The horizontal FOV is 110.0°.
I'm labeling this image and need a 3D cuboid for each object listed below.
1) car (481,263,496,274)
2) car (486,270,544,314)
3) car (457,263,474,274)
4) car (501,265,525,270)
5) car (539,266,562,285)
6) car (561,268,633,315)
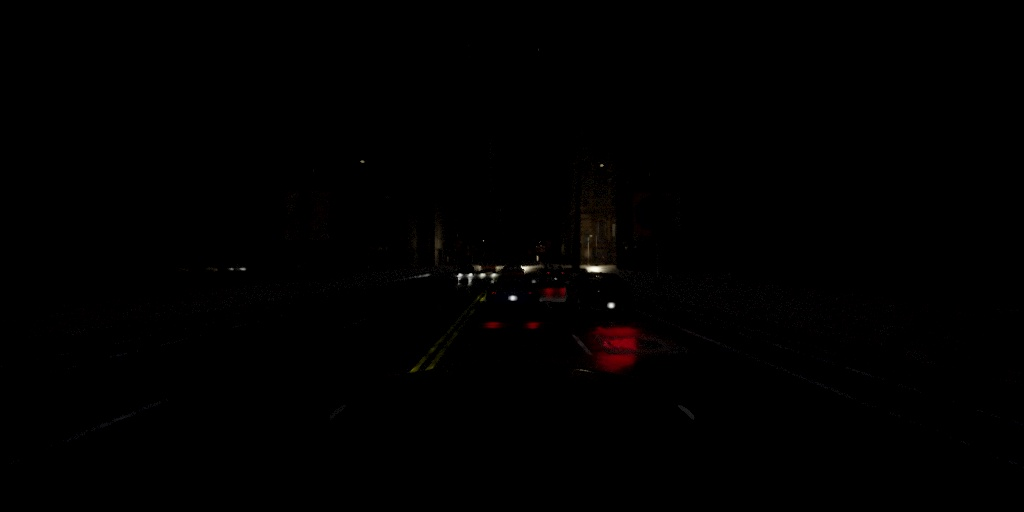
[{"bbox_3d":[-3.325,1.727,51.305,1.882,1.535,5.008,0,-1,0],"label":"car"},{"bbox_3d":[0.046,1.447,14.446,1.994,1.385,4.181,0,0,1],"label":"car"},{"bbox_3d":[-6.580,1.775,51.356,1.812,1.442,4.674,0,0,0],"label":"car"},{"bbox_3d":[0.054,1.524,30.496,1.882,1.535,5.008,0,0,0],"label":"car"},{"bbox_3d":[3.294,1.525,29.217,2.128,1.511,4.902,0,-1,1],"label":"car"},{"bbox_3d":[3.294,1.386,14.245,1.837,1.490,4.892,0,0,1],"label":"car"}]
